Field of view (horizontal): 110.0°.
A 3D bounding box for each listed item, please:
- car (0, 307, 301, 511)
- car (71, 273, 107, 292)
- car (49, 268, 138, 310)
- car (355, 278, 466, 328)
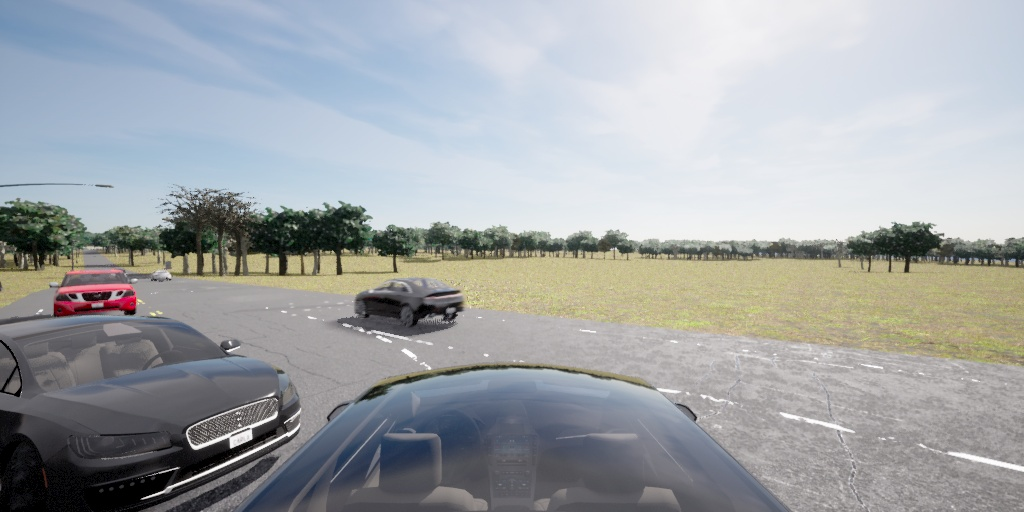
[{"bbox_3d":[-4.624,1.445,3.942,4.892,1.490,1.837,-3,-3,20],"label":"car"},{"bbox_3d":[-40.946,2.500,34.818,4.902,1.511,2.128,-1,0,42],"label":"car"},{"bbox_3d":[-18.049,1.613,15.552,5.566,2.045,2.150,-2,0,40],"label":"car"},{"bbox_3d":[-3.773,1.527,12.752,4.902,1.511,2.128,-1,0,40],"label":"car"}]
